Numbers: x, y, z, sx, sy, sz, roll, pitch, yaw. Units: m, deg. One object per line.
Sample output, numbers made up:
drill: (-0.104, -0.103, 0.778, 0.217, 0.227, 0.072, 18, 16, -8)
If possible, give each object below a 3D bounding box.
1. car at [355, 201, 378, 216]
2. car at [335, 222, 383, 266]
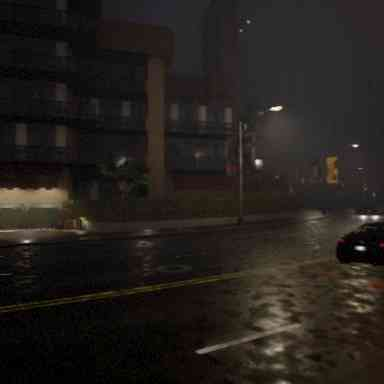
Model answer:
car: (20.981, 2.076, 40.096, 1.994, 1.385, 4.181, -1, -1, 18)
car: (6.776, 1.708, 11.382, 4.181, 1.385, 1.994, 0, -1, -36)
